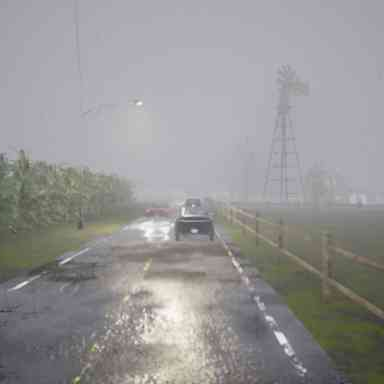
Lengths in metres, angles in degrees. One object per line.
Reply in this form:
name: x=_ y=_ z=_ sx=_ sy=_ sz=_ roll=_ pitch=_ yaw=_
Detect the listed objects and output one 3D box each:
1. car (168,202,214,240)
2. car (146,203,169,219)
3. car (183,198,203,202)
car: x=0.109 y=1.499 z=17.055 sx=2.128 sy=1.511 sz=4.902 roll=0 pitch=0 yaw=0
car: x=-2.825 y=1.618 z=29.103 sx=1.895 sy=1.301 sz=4.718 roll=0 pitch=0 yaw=0
car: x=0.117 y=1.376 z=34.878 sx=2.097 sy=1.767 sz=4.553 roll=0 pitch=0 yaw=0
